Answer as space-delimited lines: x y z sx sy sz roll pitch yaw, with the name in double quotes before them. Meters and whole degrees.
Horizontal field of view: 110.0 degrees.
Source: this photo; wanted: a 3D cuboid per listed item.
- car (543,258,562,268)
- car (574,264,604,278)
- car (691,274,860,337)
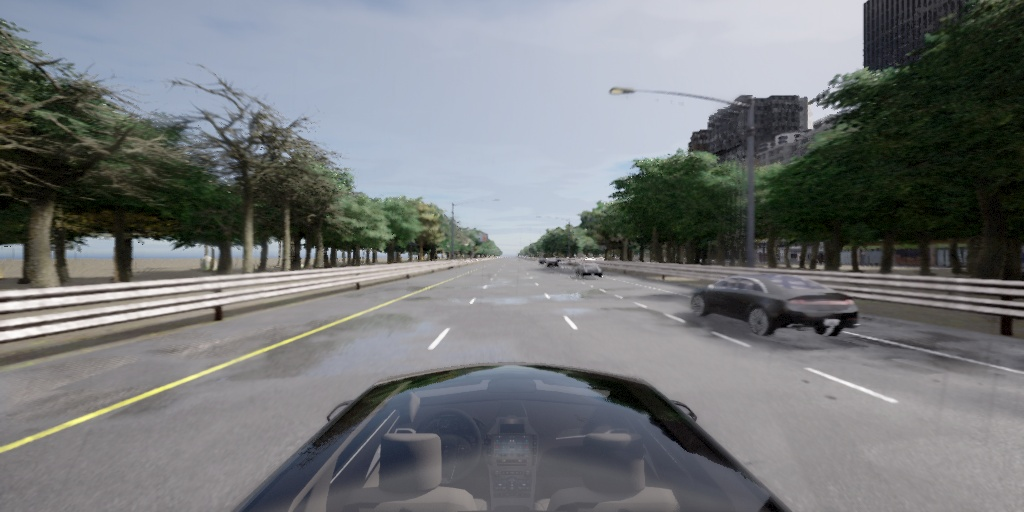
"car" 7.034 1.232 63.232 1.882 1.535 5.008 0 0 0
"car" 7.013 1.355 33.278 1.895 1.301 4.718 0 0 0
"car" 6.999 1.245 10.270 2.128 1.511 4.902 0 0 0
